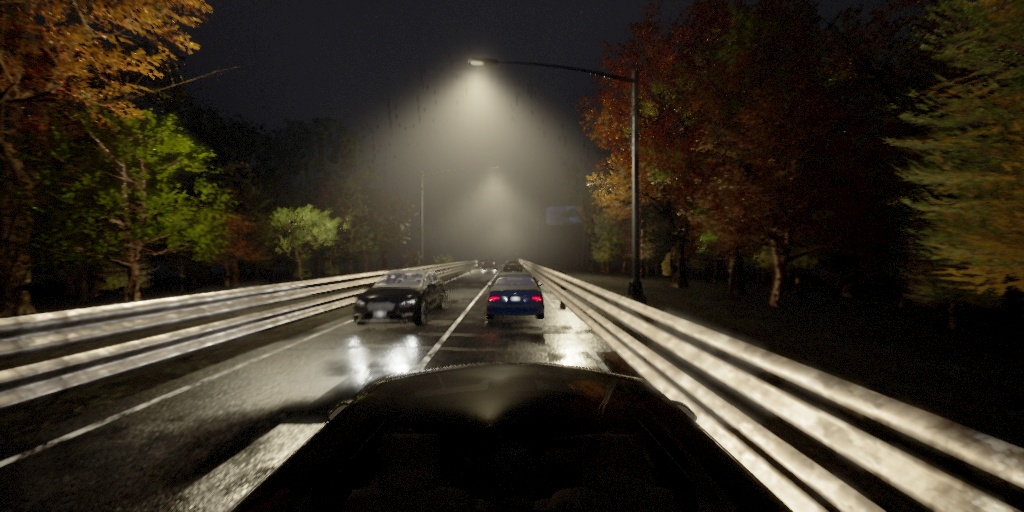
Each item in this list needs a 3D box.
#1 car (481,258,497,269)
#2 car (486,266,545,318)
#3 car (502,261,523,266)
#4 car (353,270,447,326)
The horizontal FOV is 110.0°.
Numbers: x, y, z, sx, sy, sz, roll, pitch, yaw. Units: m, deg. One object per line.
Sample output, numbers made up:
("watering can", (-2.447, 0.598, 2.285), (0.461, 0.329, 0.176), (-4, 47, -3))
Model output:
("car", (-3.343, 1.039, 52.760), (2.097, 1.767, 4.553), (0, 0, 0))
("car", (0.100, 1.260, 12.664), (2.033, 1.411, 5.357), (0, 0, 0))
("car", (0.093, 1.202, 36.245), (1.837, 1.490, 4.892), (0, 0, 0))
("car", (-3.350, 1.207, 11.538), (2.128, 1.511, 4.902), (0, 0, 0))
